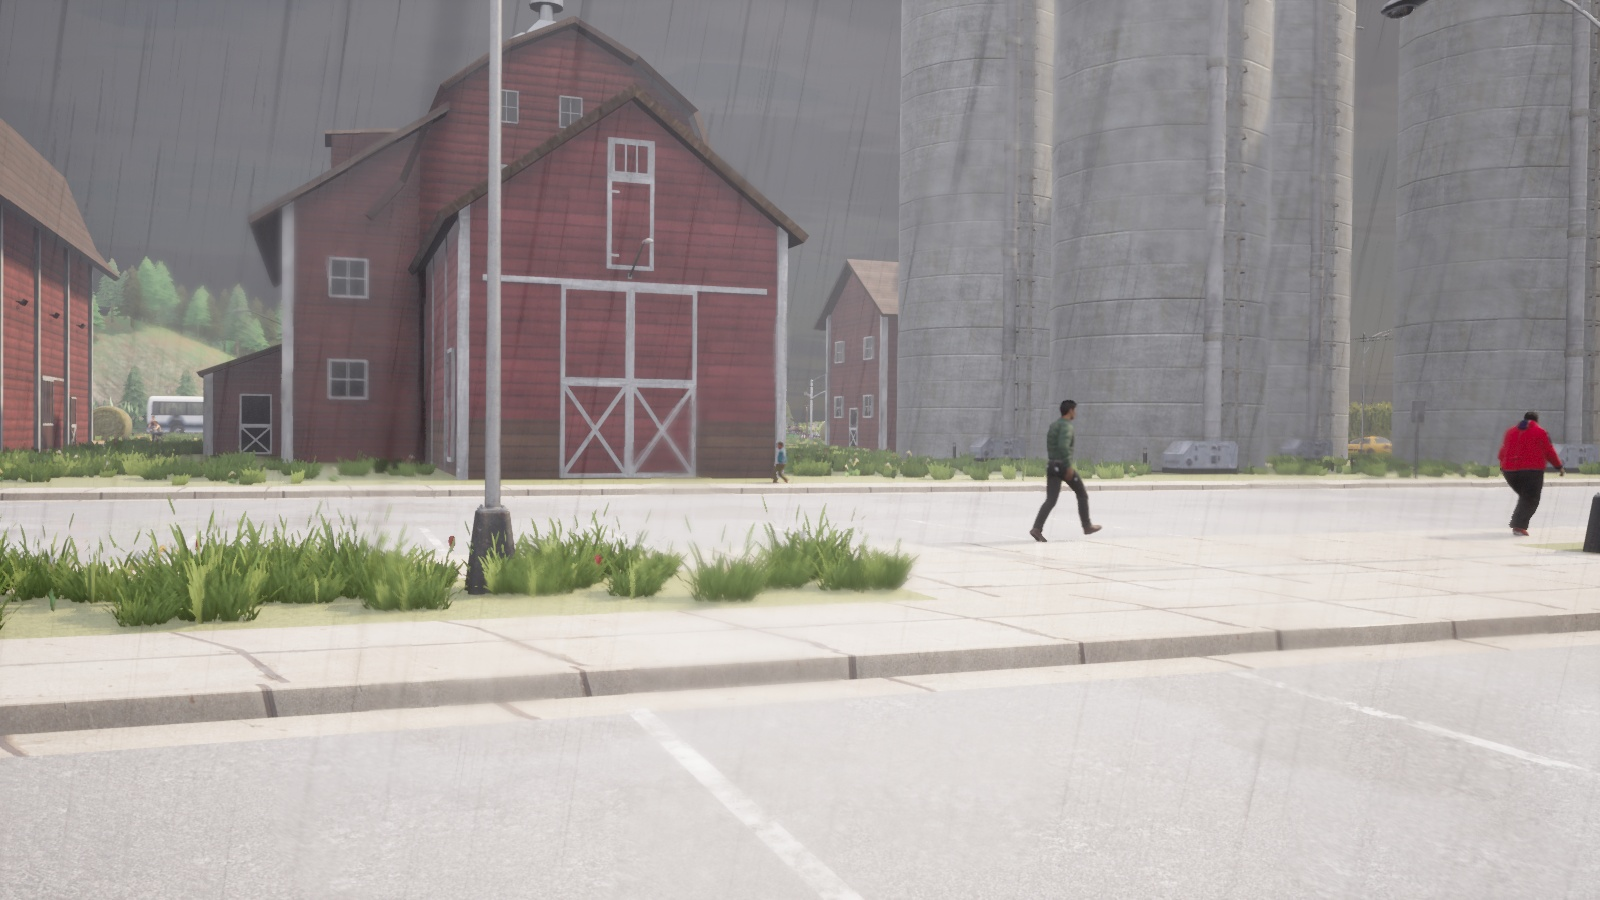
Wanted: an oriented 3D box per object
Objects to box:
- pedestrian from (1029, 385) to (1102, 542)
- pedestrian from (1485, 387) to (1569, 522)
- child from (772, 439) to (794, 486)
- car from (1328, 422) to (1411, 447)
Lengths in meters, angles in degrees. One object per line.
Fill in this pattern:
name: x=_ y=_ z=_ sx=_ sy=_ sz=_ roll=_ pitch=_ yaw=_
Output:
pedestrian: x=3.376 y=0.157 z=15.951 sx=0.788 sy=1.949 sz=0.423 roll=-1 pitch=1 yaw=-22
pedestrian: x=10.199 y=0.056 z=17.627 sx=0.899 sy=1.844 sz=0.634 roll=-1 pitch=1 yaw=-27
child: x=-0.440 y=0.317 z=32.039 sx=0.448 sy=1.192 sz=0.343 roll=-1 pitch=1 yaw=-21
car: x=37.977 y=-1.038 z=83.901 sx=1.801 sy=1.575 sz=5.366 roll=-1 pitch=1 yaw=-20
